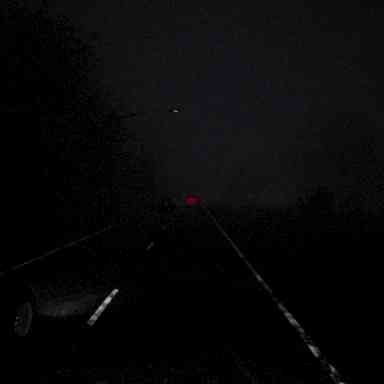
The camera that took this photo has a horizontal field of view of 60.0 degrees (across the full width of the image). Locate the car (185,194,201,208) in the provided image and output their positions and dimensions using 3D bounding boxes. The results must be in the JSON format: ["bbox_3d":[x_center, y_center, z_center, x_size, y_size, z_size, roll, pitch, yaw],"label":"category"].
[{"bbox_3d":[0.144,1.246,49.607,2.150,2.045,5.566,0,0,0],"label":"car"}]

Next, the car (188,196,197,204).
[{"bbox_3d":[0.062,1.561,67.118,1.812,1.442,4.674,0,0,0],"label":"car"}]

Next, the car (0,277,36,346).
[{"bbox_3d":[-3.398,1.527,3.385,1.812,1.442,4.674,0,0,0],"label":"car"}]

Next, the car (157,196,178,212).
[{"bbox_3d":[-2.891,1.371,39.795,2.097,1.767,4.553,0,0,2],"label":"car"}]
